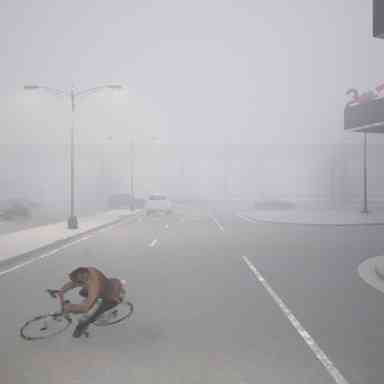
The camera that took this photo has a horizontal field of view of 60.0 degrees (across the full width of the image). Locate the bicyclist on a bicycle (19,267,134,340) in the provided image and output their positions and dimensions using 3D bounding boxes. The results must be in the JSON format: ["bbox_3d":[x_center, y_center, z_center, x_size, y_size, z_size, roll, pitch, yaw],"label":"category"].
[{"bbox_3d":[-1.510,1.589,4.706,1.656,1.620,0.582,0,43,-30],"label":"bicyclist on a bicycle"}]

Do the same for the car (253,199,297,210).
[{"bbox_3d":[10.600,1.546,42.782,5.357,1.411,2.033,0,0,9],"label":"car"}]

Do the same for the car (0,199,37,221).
[{"bbox_3d":[-14.895,1.525,27.030,1.812,1.442,4.674,0,0,2],"label":"car"}]

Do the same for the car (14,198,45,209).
[{"bbox_3d":[-21.378,1.504,42.490,4.892,1.490,1.837,0,0,0],"label":"car"}]

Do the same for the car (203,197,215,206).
[{"bbox_3d":[1.054,1.546,55.087,5.357,1.411,2.033,0,0,2],"label":"car"}]

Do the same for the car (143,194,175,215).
[{"bbox_3d":[-3.250,1.221,33.515,2.150,2.045,5.566,0,0,0],"label":"car"}]

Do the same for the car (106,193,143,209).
[{"bbox_3d":[-8.948,1.221,45.885,5.566,2.045,2.150,0,0,0],"label":"car"}]

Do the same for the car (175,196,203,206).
[{"bbox_3d":[-1.220,1.476,52.950,5.008,1.535,1.882,0,0,2],"label":"car"}]
